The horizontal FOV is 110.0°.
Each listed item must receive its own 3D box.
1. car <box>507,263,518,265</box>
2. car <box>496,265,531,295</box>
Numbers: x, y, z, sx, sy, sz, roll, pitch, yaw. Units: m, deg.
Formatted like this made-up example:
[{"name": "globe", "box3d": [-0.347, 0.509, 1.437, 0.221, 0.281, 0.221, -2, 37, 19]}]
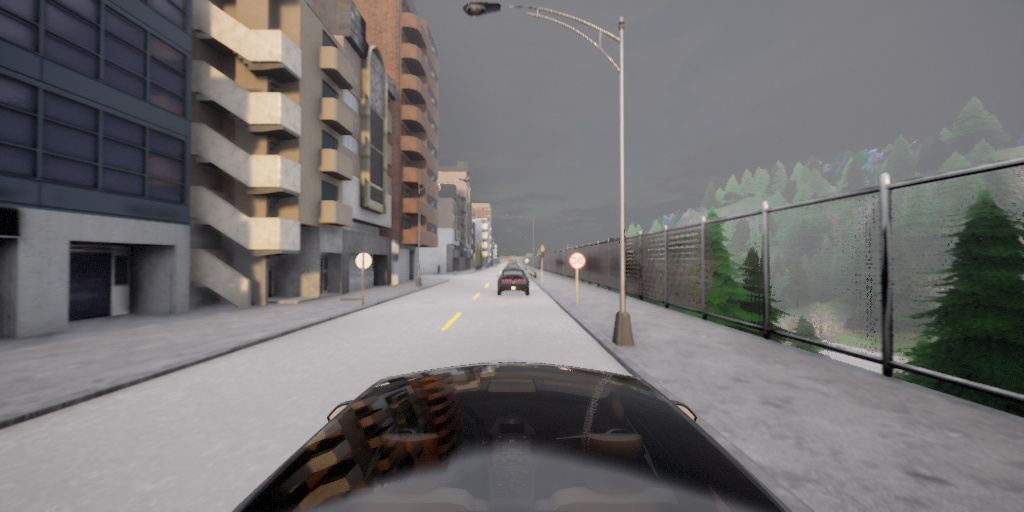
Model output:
[{"name": "car", "box3d": [0.066, 1.656, 44.146, 2.097, 1.767, 4.553, 0, -1, 0]}, {"name": "car", "box3d": [0.080, 1.518, 21.848, 1.837, 1.490, 4.892, 0, -1, 0]}]
